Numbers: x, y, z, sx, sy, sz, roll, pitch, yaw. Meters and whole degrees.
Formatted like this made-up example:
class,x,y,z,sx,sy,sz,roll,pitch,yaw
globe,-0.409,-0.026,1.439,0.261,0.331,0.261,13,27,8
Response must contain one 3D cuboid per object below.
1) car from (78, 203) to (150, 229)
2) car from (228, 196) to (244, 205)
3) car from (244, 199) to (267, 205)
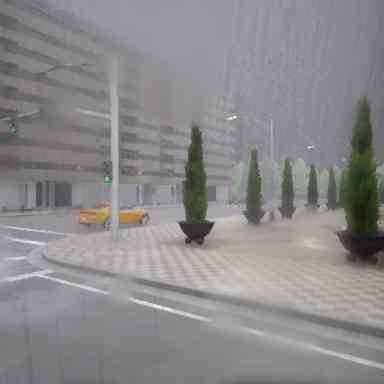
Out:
class,x,y,z,sx,sy,sz,roll,pitch,yaw
car,-4.809,1.427,21.180,1.882,1.535,5.008,0,0,35
car,7.977,1.507,56.775,1.837,1.490,4.892,0,0,36
car,10.808,1.551,54.717,1.994,1.385,4.181,0,0,36
